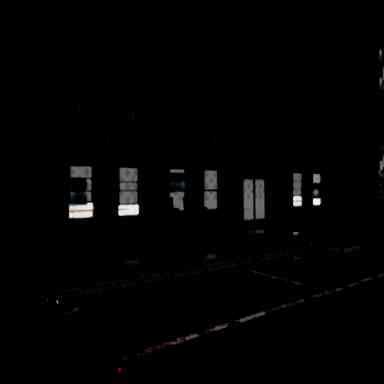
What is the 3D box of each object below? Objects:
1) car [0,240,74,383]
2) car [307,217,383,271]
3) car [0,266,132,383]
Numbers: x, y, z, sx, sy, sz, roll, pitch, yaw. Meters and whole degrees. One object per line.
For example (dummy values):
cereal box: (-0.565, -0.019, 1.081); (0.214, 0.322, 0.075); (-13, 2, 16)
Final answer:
car: (-3.889, 1.563, 3.787); (4.403, 1.369, 2.008); (-1, 0, -36)
car: (5.378, 1.466, 10.400); (4.206, 1.307, 1.802); (-1, 0, -36)
car: (-2.643, 1.507, 1.494); (4.902, 1.511, 2.128); (-1, 0, -35)
